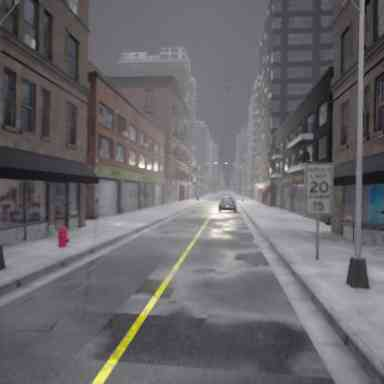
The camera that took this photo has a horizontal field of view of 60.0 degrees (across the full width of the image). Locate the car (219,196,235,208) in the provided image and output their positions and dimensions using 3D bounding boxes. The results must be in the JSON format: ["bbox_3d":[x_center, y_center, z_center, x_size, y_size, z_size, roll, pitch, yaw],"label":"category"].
[{"bbox_3d":[4.967,1.361,46.808,2.033,1.411,5.357,1,0,7],"label":"car"}]

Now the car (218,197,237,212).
[{"bbox_3d":[3.861,1.417,36.218,1.994,1.385,4.181,1,0,6],"label":"car"}]
